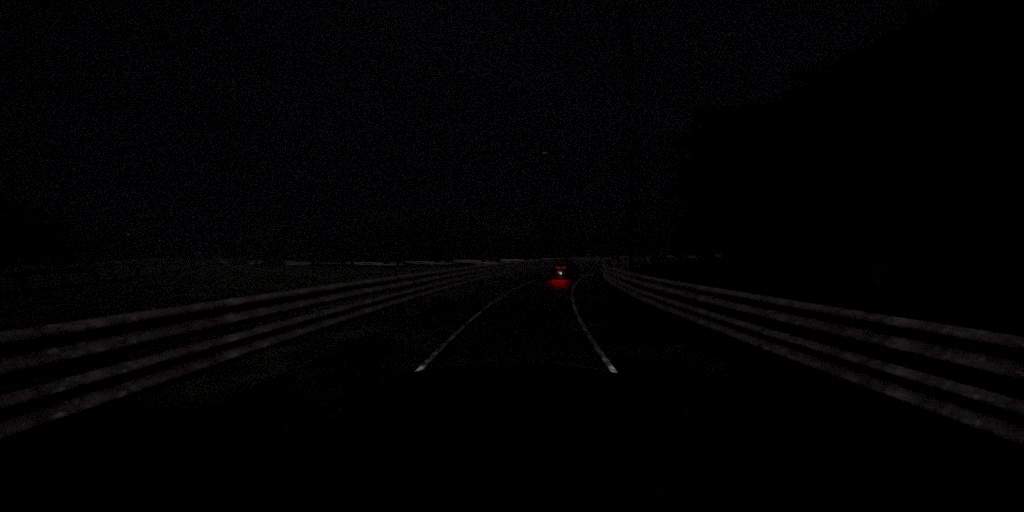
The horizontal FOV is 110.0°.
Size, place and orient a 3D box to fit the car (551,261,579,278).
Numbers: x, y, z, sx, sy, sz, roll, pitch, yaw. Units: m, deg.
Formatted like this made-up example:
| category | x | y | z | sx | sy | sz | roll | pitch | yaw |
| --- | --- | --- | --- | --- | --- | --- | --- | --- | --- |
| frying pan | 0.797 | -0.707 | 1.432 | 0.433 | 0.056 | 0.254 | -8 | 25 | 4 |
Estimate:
| category | x | y | z | sx | sy | sz | roll | pitch | yaw |
| --- | --- | --- | --- | --- | --- | --- | --- | --- | --- |
| car | 4.728 | 1.131 | 31.741 | 1.837 | 1.490 | 4.892 | 0 | 0 | 17 |

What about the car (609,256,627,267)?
| category | x | y | z | sx | sy | sz | roll | pitch | yaw |
| --- | --- | --- | --- | --- | --- | --- | --- | --- | --- |
| car | 16.883 | 0.783 | 57.392 | 2.097 | 1.767 | 4.553 | 0 | 1 | 33 |
